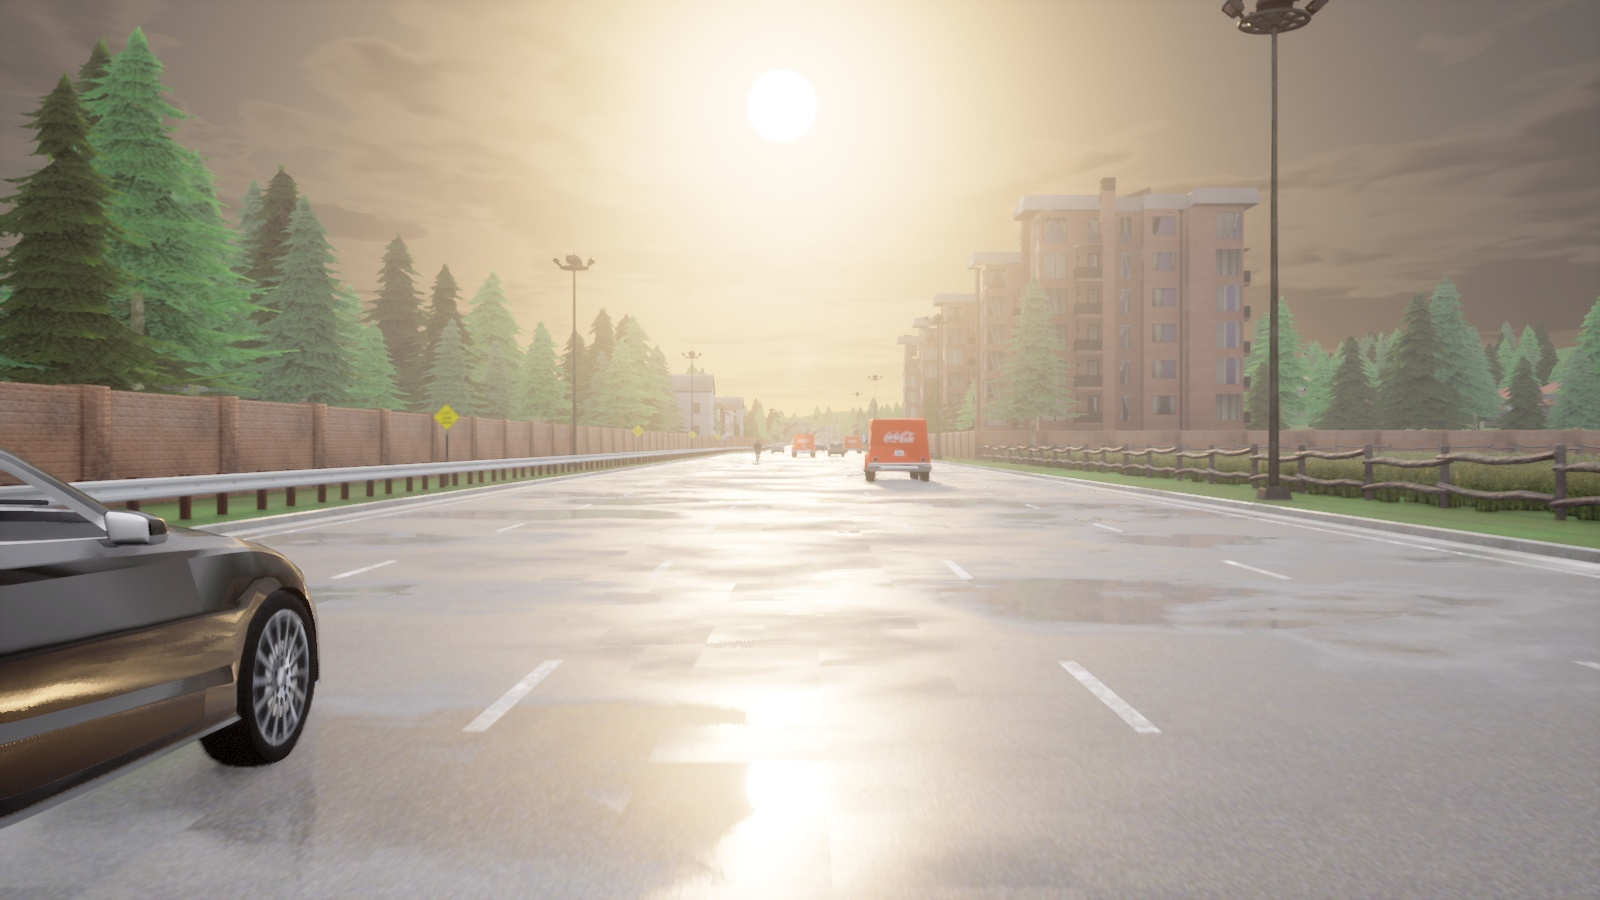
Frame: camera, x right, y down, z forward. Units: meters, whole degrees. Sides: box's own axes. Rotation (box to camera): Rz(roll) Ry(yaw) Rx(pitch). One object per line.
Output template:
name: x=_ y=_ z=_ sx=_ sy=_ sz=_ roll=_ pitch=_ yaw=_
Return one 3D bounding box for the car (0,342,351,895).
car: x=-3.461 y=0.499 z=4.124 sx=2.152 sy=1.651 sz=5.027 roll=0 pitch=0 yaw=0

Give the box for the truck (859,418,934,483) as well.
truck: x=3.804 y=-0.018 z=50.547 sx=2.627 sy=2.467 sz=5.204 roll=0 pitch=1 yaw=0
